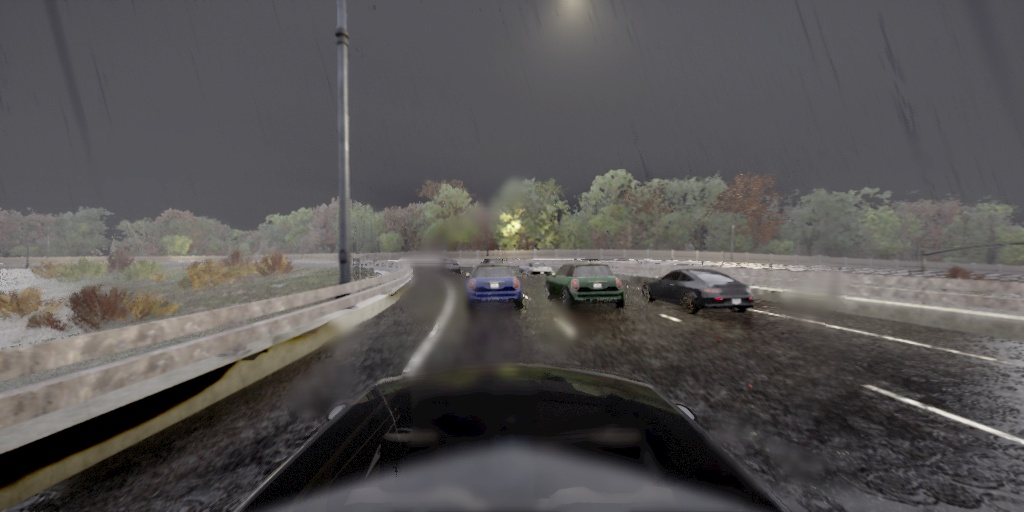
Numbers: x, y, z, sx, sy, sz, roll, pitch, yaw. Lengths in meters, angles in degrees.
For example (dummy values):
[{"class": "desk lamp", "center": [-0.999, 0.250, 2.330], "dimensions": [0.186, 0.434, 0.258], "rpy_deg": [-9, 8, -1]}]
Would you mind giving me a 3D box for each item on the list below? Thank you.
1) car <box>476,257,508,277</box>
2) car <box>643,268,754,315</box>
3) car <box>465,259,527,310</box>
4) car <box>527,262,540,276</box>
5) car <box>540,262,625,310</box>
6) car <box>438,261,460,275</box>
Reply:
[{"class": "car", "center": [-2.104, 1.049, 36.175], "dimensions": [2.097, 1.767, 4.553], "rpy_deg": [-1, 0, -18]}, {"class": "car", "center": [6.445, 1.169, 12.915], "dimensions": [1.812, 1.442, 4.674], "rpy_deg": [-1, 0, -5]}, {"class": "car", "center": [-0.864, 1.082, 14.912], "dimensions": [2.097, 1.767, 4.553], "rpy_deg": [-1, 0, -7]}, {"class": "car", "center": [2.120, 1.248, 34.725], "dimensions": [1.895, 1.301, 4.718], "rpy_deg": [-1, 0, -17]}, {"class": "car", "center": [2.724, 1.038, 14.471], "dimensions": [2.097, 1.767, 4.553], "rpy_deg": [-1, 0, -6]}, {"class": "car", "center": [-7.005, 1.242, 39.628], "dimensions": [2.128, 1.511, 4.902], "rpy_deg": [-1, 0, -21]}]
